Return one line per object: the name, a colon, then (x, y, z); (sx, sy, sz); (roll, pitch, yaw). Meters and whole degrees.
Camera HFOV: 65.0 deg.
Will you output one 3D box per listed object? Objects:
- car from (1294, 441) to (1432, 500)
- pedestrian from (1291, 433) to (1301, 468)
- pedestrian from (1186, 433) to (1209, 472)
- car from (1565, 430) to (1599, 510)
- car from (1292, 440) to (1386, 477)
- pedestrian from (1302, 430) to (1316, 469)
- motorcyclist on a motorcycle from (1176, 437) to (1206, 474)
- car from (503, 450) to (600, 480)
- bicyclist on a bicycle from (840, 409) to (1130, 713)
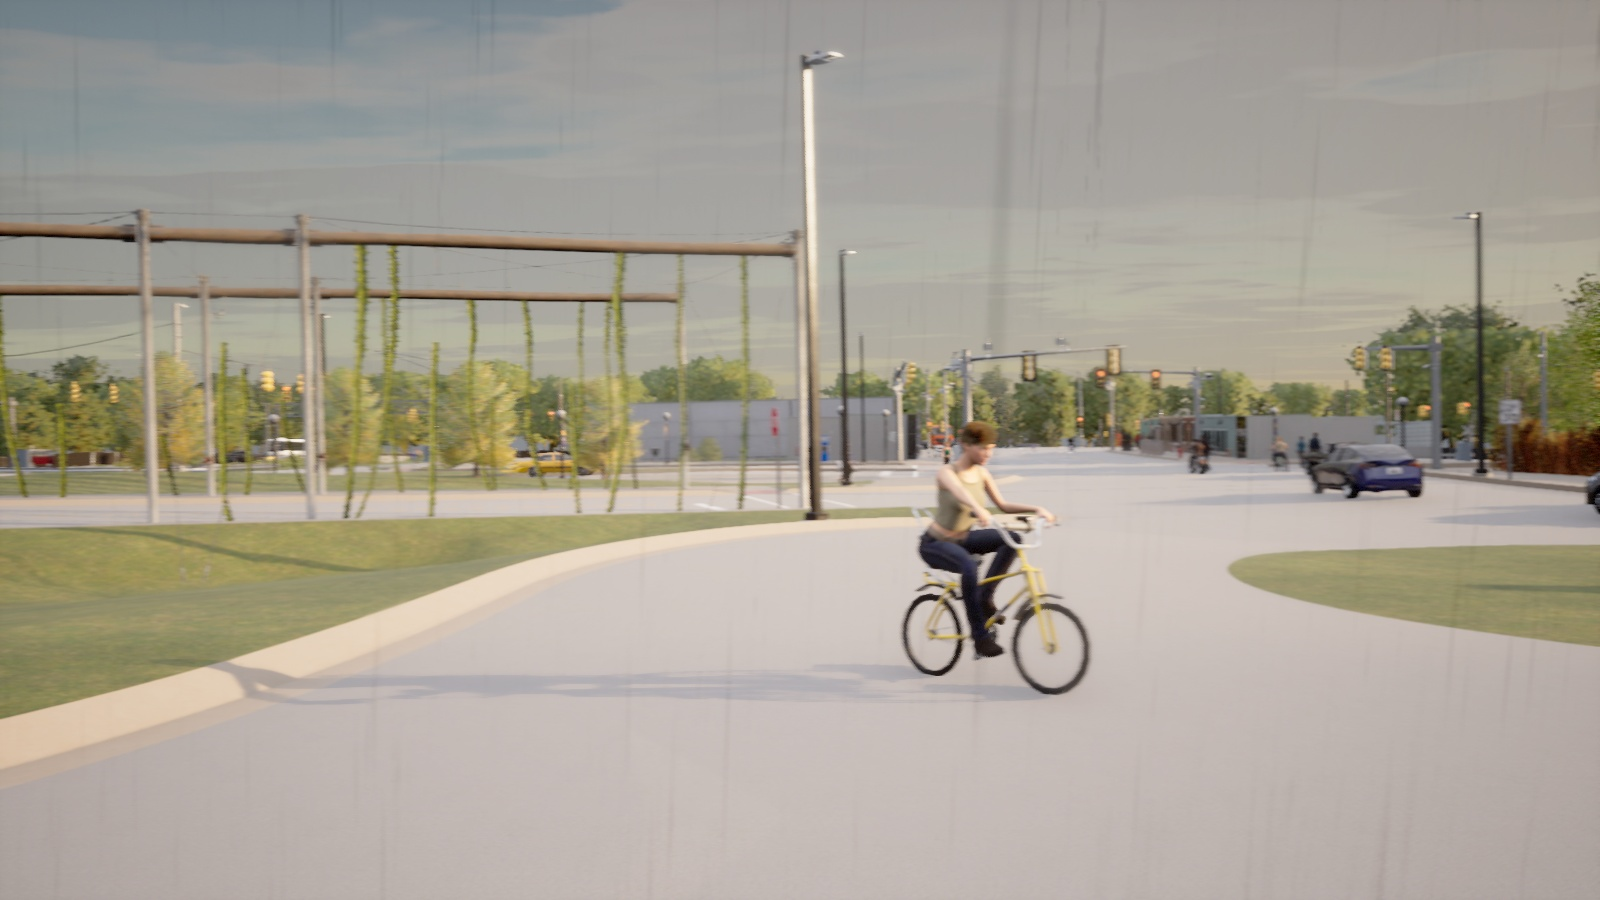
car: (15.947, 0.530, 35.873); (2.163, 1.488, 4.792); (-2, 0, 6)
pedestrian: (27.164, 0.031, 68.754); (0.396, 1.930, 0.692); (-1, 1, 12)
pedestrian: (19.455, 0.106, 61.404); (0.899, 1.844, 0.634); (-1, 1, 2)
car: (18.967, 0.434, 25.903); (2.152, 1.651, 5.027); (-3, 2, -40)
car: (20.630, 0.292, 48.296); (1.895, 1.301, 4.718); (-2, 0, 5)
pedestrian: (24.035, -0.015, 59.295); (0.370, 1.835, 0.726); (-2, 1, 1)
motorcyclist on a motorcycle: (17.714, 0.261, 56.966); (0.766, 1.649, 2.350); (-1, -1, 4)
car: (-14.738, 0.890, 74.667); (5.366, 1.575, 1.801); (-1, 1, 1)
bicyclist on a bicycle: (1.073, 0.621, 7.537); (0.866, 1.612, 1.509); (2, -3, -40)
